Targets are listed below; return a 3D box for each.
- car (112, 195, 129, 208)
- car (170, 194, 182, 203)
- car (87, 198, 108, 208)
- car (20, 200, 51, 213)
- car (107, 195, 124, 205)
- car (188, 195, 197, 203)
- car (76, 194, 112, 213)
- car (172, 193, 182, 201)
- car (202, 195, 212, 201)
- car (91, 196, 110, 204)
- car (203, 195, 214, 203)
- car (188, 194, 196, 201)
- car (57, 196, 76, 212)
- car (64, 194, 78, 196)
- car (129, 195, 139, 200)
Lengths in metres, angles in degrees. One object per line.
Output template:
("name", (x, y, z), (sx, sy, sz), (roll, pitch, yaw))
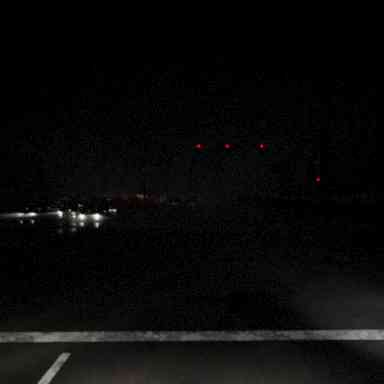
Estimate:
("car", (-10.570, 1.571, 45.784), (2.033, 1.411, 5.357), (0, 0, 0))
("car", (-3.468, 1.540, 68.153), (1.837, 1.490, 4.892), (0, 0, 0))
("car", (-14.058, 1.590, 49.715), (1.994, 1.385, 4.181), (0, 0, 0))
("car", (-17.571, 1.584, 37.472), (1.994, 1.385, 4.181), (0, 0, 0))
("car", (-14.020, 1.384, 61.232), (2.097, 1.767, 4.553), (0, 0, 0))
("car", (0.032, 1.540, 68.152), (1.837, 1.490, 4.892), (0, 0, 0))
("car", (-10.573, 1.371, 36.313), (2.097, 1.767, 4.553), (0, 0, 0))
("car", (-3.463, 1.229, 78.544), (2.097, 1.767, 4.553), (0, 0, 0))
("car", (3.537, 1.413, 78.570), (2.033, 1.411, 5.357), (0, 0, 0))
("car", (-17.486, 1.581, 63.776), (2.033, 1.411, 5.357), (0, 0, 0))
("car", (3.532, 1.583, 68.150), (2.033, 1.411, 5.357), (0, 0, 0))
("car", (0.037, 1.351, 78.572), (1.882, 1.535, 5.008), (0, 0, 0))
("car", (-14.065, 1.525, 39.848), (1.837, 1.490, 4.892), (0, 0, 0))
("car", (-17.550, 1.248, 48.284), (2.150, 2.045, 5.566), (0, 0, 1))
("car", (-10.543, 1.383, 58.278), (2.097, 1.767, 4.553), (0, 0, 0))
